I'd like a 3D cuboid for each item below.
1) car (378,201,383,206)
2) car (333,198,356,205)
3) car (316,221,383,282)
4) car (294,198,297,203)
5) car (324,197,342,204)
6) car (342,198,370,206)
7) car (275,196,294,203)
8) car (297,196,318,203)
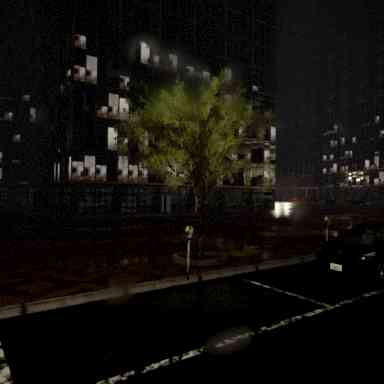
[{"bbox_3d":[36.946,1.890,62.170,1.752,1.417,4.829,1,-1,-20],"label":"car"},{"bbox_3d":[33.151,1.985,72.514,2.008,1.369,4.403,1,-1,-20],"label":"car"},{"bbox_3d":[5.544,1.574,9.810,4.313,1.339,1.947,0,1,-34],"label":"car"},{"bbox_3d":[27.369,2.123,88.270,1.802,1.307,4.206,1,-1,-20],"label":"car"},{"bbox_3d":[27.688,1.689,64.534,1.967,1.590,4.097,1,-1,-20],"label":"car"},{"bbox_3d":[29.613,1.764,59.282,2.008,1.369,4.403,1,-1,-20],"label":"car"},{"bbox_3d":[21.910,1.795,80.283,1.967,1.590,4.097,1,-1,-20],"label":"car"},{"bbox_3d":[29.300,1.821,83.021,2.192,1.841,5.009,1,-1,-20],"label":"car"}]
